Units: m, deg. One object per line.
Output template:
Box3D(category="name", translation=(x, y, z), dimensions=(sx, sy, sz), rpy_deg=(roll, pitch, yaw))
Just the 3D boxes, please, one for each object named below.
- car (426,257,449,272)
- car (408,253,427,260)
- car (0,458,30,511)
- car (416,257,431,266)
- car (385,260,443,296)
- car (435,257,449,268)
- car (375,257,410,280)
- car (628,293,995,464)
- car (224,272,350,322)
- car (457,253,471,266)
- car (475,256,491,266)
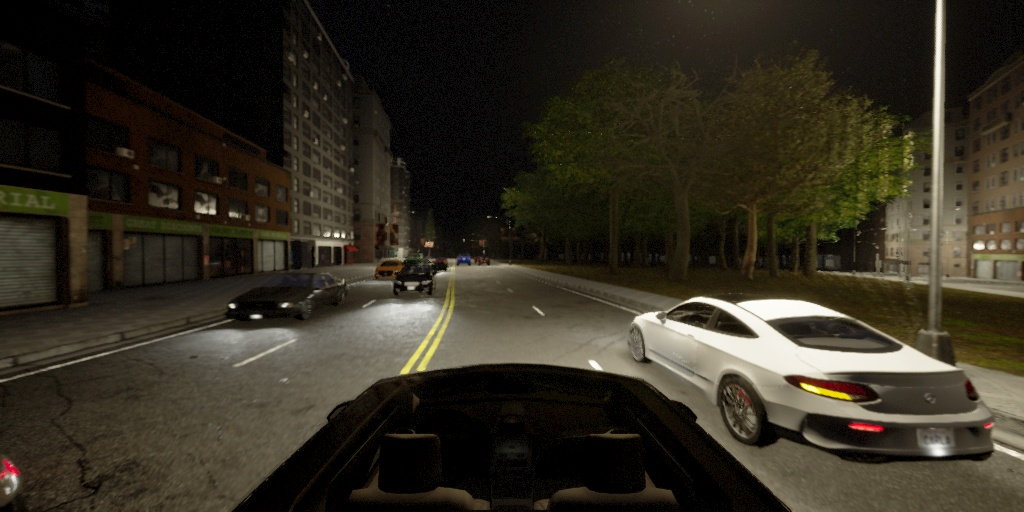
Box3D(category="car", translation=(-8.314, 1.064, 40.417), dimensions=(1.994, 1.385, 4.181), rpy_deg=(0, 0, -8))
Box3D(category="car", translation=(-12.576, 0.669, 46.787), dimensions=(2.150, 2.045, 5.566), rpy_deg=(0, 0, -8))
Box3D(category="car", translation=(-3.487, 1.341, 0.107), dimensions=(1.994, 1.385, 4.181), rpy_deg=(0, 0, 0))
Box3D(category="car", translation=(-14.345, 0.918, 58.090), dimensions=(1.994, 1.385, 4.181), rpy_deg=(0, 0, -9))
Box3D(category="car", translation=(-4.932, 1.162, 18.687), dimensions=(2.128, 1.511, 4.902), rpy_deg=(0, 1, -9))
Box3D(category="car", translation=(-10.332, 0.921, 53.342), dimensions=(1.812, 1.442, 4.674), rpy_deg=(0, 0, -8))
Box3D(category="car", translation=(-9.904, 1.060, 29.514), dimensions=(1.882, 1.535, 5.008), rpy_deg=(0, 0, -9))
Box3D(category="car", translation=(3.249, 1.262, 5.119), dimensions=(1.812, 1.442, 4.674), rpy_deg=(0, 0, -2))
Box3D(category="car", translation=(-7.368, 1.264, 12.532), dimensions=(2.033, 1.411, 5.357), rpy_deg=(0, 0, -7))
Box3D(category="car", translation=(-7.838, 0.578, 58.596), dimensions=(2.150, 2.045, 5.566), rpy_deg=(0, 0, -9))
Box3D(category="car", translation=(-4.624, 0.861, 59.077), dimensions=(1.837, 1.490, 4.892), rpy_deg=(0, 0, -9))
